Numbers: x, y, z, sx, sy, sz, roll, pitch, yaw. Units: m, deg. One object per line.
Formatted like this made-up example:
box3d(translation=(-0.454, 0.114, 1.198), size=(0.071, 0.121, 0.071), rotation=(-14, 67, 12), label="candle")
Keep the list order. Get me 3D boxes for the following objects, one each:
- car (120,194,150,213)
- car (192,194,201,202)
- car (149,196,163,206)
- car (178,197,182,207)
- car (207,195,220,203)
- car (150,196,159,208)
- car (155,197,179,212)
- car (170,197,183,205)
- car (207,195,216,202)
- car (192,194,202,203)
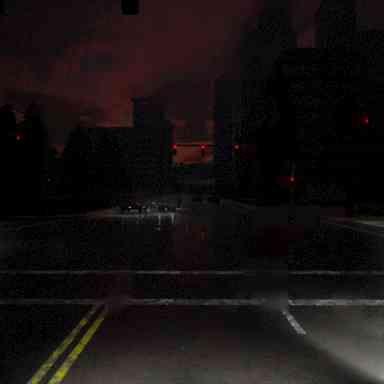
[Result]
box3d(translation=(-6.386, 1.221, 37.064), size=(2.150, 2.045, 5.566), rotation=(0, 0, 1), label="car")
box3d(translation=(1.071, 1.355, 76.915), size=(2.097, 1.767, 4.553), rotation=(0, 0, 1), label="car")
box3d(translation=(-6.193, 1.505, 57.004), size=(1.837, 1.490, 4.892), rotation=(0, 0, 0), label="car")
box3d(translation=(-2.785, 1.564, 47.976), size=(1.994, 1.385, 4.181), rotation=(0, 0, 1), label="car")
box3d(translation=(4.589, 1.547, 67.299), size=(2.033, 1.411, 5.357), rotation=(0, 0, 1), label="car")
box3d(translation=(-6.295, 1.491, 46.945), size=(2.128, 1.511, 4.902), rotation=(0, 0, 1), label="car")
box3d(translation=(-2.866, 1.601, 39.174), size=(1.895, 1.301, 4.718), rotation=(0, 0, 1), label="car")
box3d(translation=(-2.675, 1.547, 58.300), size=(2.033, 1.411, 5.357), rotation=(0, 0, 1), label="car")
box3d(translation=(4.573, 1.478, 77.121), size=(1.882, 1.535, 5.008), rotation=(0, 0, 1), label="car")
box3d(translation=(1.094, 1.564, 68.307), size=(1.994, 1.385, 4.181), rotation=(0, 0, 1), label="car")
